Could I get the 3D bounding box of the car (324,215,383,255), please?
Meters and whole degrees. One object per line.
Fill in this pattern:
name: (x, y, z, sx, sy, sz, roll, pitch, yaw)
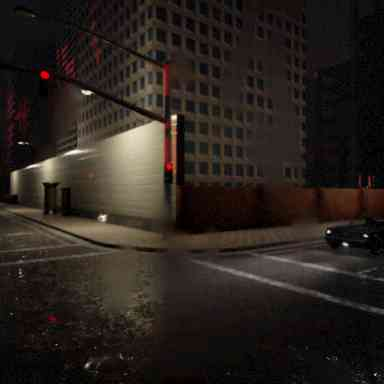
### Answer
car: (7.497, 1.638, 13.635, 4.718, 1.301, 1.895, 0, 0, -35)
